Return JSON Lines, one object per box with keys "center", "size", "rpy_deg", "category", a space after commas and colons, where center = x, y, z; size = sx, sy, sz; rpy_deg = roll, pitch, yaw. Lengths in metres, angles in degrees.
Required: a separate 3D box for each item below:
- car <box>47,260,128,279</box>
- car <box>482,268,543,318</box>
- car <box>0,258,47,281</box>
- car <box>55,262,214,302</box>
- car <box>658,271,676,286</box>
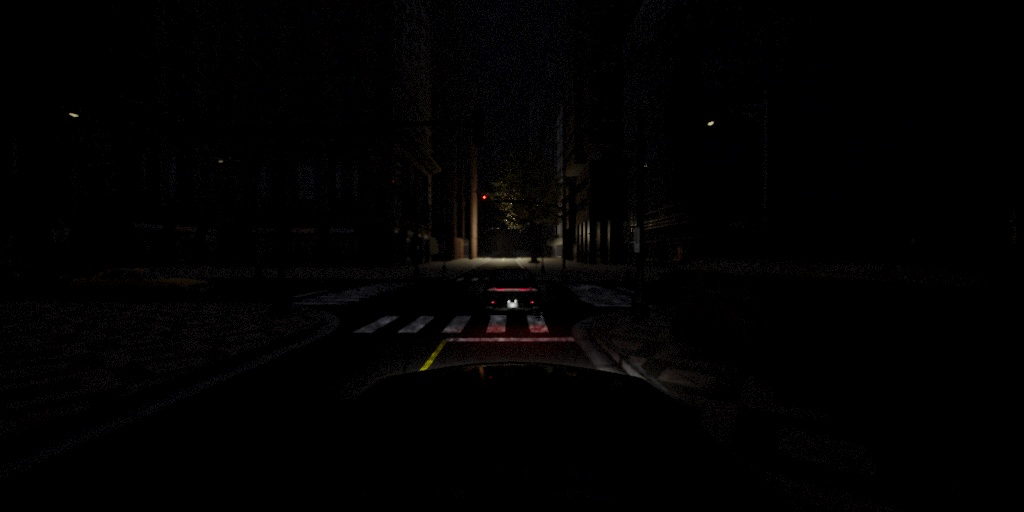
{"center": [-26.458, 0.923, 23.153], "size": [4.313, 1.339, 1.948], "rpy_deg": [0, 0, 0], "category": "car"}
{"center": [0.006, 1.170, 12.676], "size": [2.128, 1.511, 4.902], "rpy_deg": [0, 0, 0], "category": "car"}
{"center": [-32.076, 0.831, 23.146], "size": [4.507, 1.381, 1.888], "rpy_deg": [0, 0, 0], "category": "car"}
{"center": [-15.027, 1.061, 14.643], "size": [4.829, 1.417, 1.751], "rpy_deg": [0, 0, 0], "category": "car"}
{"center": [11.776, 1.245, 23.204], "size": [4.403, 1.370, 2.007], "rpy_deg": [0, 0, 0], "category": "car"}
